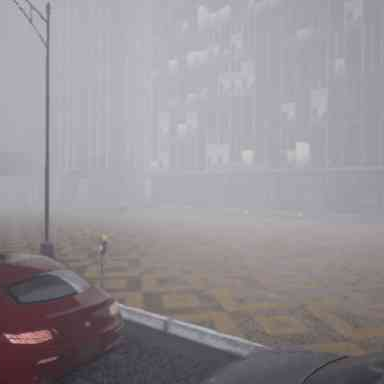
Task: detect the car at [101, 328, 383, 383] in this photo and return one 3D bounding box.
[{"bbox_3d":[1.780,1.567,1.595,4.313,1.339,1.947,0,1,36],"label":"car"}]

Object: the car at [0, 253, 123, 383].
[{"bbox_3d":[-2.813,1.577,4.872,4.206,1.307,1.802,0,1,36],"label":"car"}]
